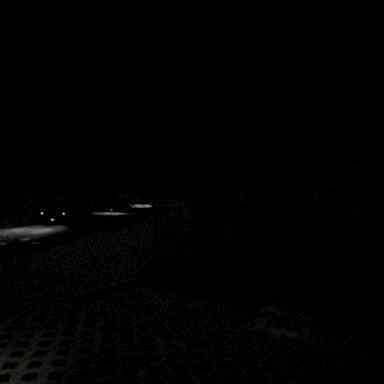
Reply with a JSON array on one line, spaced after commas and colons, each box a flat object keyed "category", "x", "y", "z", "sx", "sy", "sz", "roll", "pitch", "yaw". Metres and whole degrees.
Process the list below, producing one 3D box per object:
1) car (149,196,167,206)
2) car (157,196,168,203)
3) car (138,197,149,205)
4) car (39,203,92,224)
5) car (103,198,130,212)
[{"category": "car", "x": -5.089, "y": 1.470, "z": 51.712, "sx": 1.994, "sy": 1.385, "sz": 4.181, "roll": 1, "pitch": 0, "yaw": -1}, {"category": "car", "x": -6.101, "y": 1.462, "z": 68.551, "sx": 2.033, "sy": 1.411, "sz": 5.357, "roll": 1, "pitch": 0, "yaw": -5}, {"category": "car", "x": -8.092, "y": 1.483, "z": 56.829, "sx": 1.895, "sy": 1.301, "sz": 4.718, "roll": 1, "pitch": 0, "yaw": -2}, {"category": "car", "x": -8.748, "y": 1.454, "z": 23.429, "sx": 1.895, "sy": 1.301, "sz": 4.718, "roll": 1, "pitch": 0, "yaw": 4}, {"category": "car", "x": -8.039, "y": 1.413, "z": 36.186, "sx": 2.033, "sy": 1.411, "sz": 5.357, "roll": 1, "pitch": 0, "yaw": 1}]
